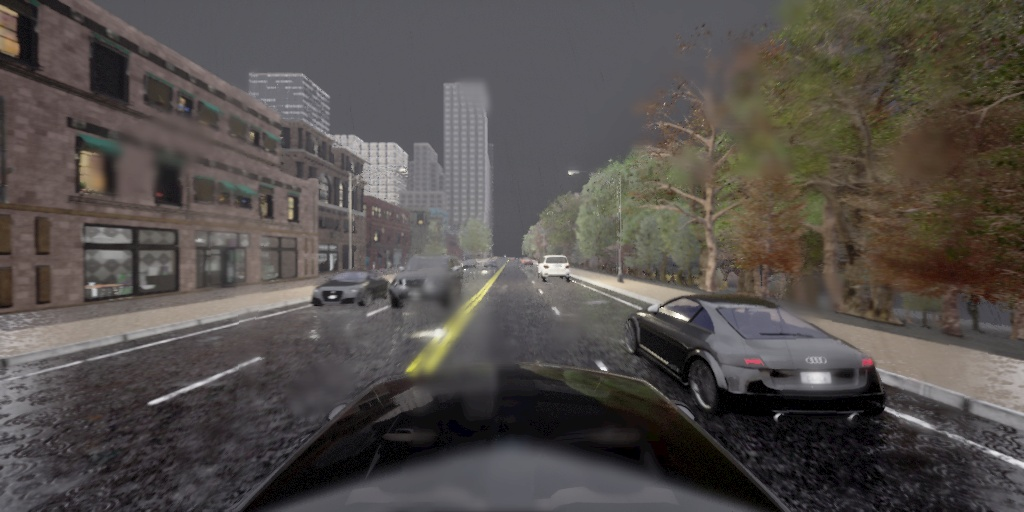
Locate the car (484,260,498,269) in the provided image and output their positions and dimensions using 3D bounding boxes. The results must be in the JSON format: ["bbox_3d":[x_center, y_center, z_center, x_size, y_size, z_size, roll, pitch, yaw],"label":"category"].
[{"bbox_3d":[-3.289,1.308,57.417,1.994,1.385,4.181,0,0,1],"label":"car"}]

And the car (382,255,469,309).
[{"bbox_3d":[-3.347,0.972,15.206,2.150,2.045,5.566,0,0,0],"label":"car"}]

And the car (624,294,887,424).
[{"bbox_3d":[3.350,1.315,5.945,1.994,1.385,4.181,0,0,0],"label":"car"}]

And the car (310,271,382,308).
[{"bbox_3d":[-6.595,1.314,15.162,1.994,1.385,4.181,0,0,0],"label":"car"}]

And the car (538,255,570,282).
[{"bbox_3d":[3.350,0.972,29.220,2.150,2.045,5.566,0,0,0],"label":"car"}]

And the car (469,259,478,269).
[{"bbox_3d":[-6.535,1.246,57.398,1.837,1.490,4.892,0,0,1],"label":"car"}]
